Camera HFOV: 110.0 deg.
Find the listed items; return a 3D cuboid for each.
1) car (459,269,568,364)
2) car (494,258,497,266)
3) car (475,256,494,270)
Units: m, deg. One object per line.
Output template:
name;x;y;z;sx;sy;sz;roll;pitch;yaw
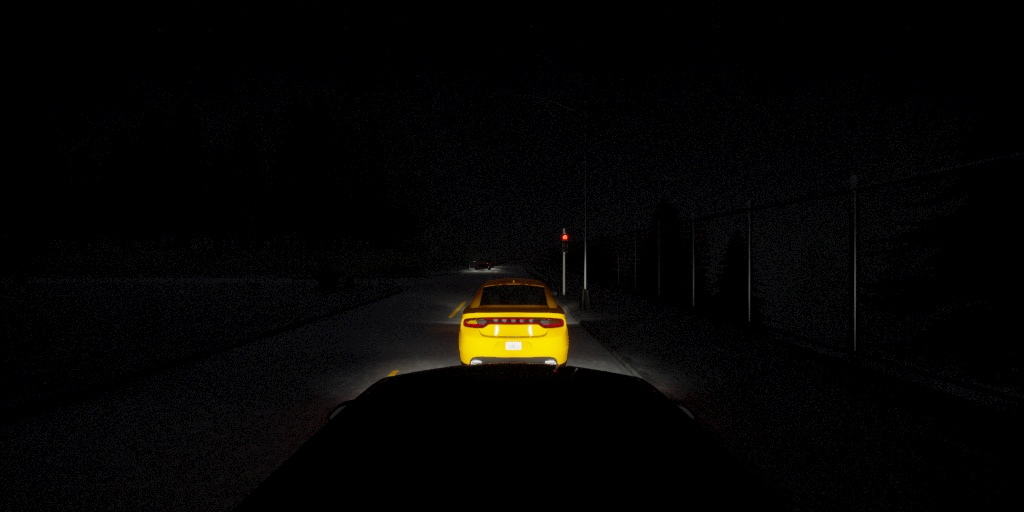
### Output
car;0.043;1.228;7.979;1.882;1.535;5.008;0;0;0
car;-4.108;1.351;62.224;1.895;1.301;4.718;0;0;0
car;-4.122;1.102;51.948;2.097;1.767;4.553;0;0;0
